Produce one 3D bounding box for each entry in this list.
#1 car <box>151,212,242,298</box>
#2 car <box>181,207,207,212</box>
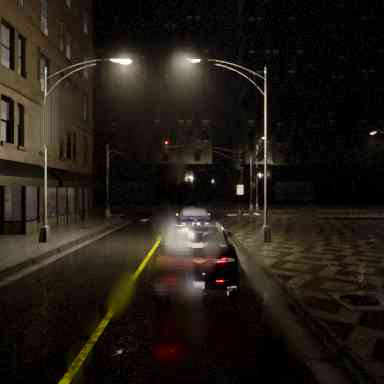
[{"bbox_3d":[0.088,1.491,8.501,2.128,1.511,4.902,0,0,0],"label":"car"},{"bbox_3d":[0.096,1.547,18.612,2.033,1.411,5.357,0,0,-2],"label":"car"}]
